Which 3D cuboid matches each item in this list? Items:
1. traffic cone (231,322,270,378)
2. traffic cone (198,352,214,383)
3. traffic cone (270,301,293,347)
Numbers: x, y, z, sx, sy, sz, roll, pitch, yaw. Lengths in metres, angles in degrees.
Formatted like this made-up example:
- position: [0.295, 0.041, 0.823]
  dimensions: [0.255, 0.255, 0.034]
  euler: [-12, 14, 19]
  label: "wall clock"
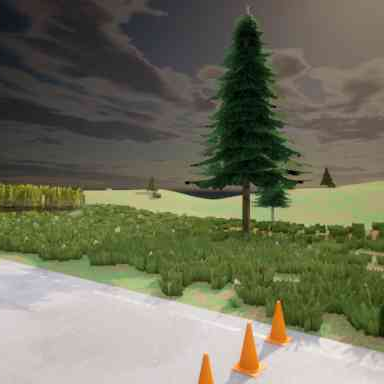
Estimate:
- position: [0.729, 1.955, 4.242]
  dimensions: [0.340, 0.580, 0.340]
  euler: [0, 0, 36]
  label: "traffic cone"
- position: [0.145, 1.955, 3.431]
  dimensions: [0.340, 0.580, 0.340]
  euler: [0, 0, 36]
  label: "traffic cone"
- position: [1.314, 1.955, 5.053]
  dimensions: [0.340, 0.580, 0.340]
  euler: [0, 0, 36]
  label: "traffic cone"
